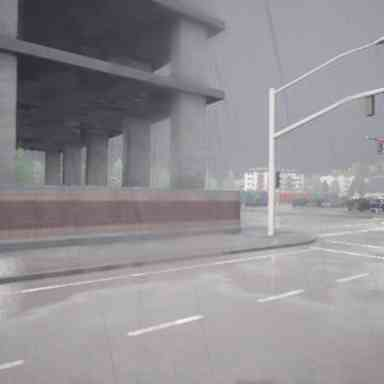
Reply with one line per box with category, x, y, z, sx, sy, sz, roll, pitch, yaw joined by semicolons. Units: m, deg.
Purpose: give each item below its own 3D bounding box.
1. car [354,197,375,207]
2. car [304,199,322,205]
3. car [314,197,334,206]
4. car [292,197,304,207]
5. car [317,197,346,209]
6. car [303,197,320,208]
car;43.781;2.308;84.322;3.866;1.878;1.905;1;-1;-35
car;27.872;2.277;76.581;3.905;1.438;1.784;1;-1;-35
car;29.496;2.066;74.182;4.605;1.855;1.932;1;-1;-35
car;20.413;1.860;60.948;4.605;1.855;1.932;1;-1;-35
car;23.675;2.103;56.423;3.806;1.475;1.970;1;-1;-35
car;22.003;2.071;58.786;3.905;1.438;1.784;1;-1;-35
